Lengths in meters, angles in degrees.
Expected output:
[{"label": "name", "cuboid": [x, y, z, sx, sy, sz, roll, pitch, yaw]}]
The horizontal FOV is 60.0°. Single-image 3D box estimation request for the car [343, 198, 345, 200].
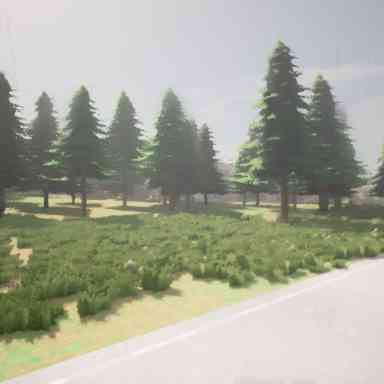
[{"label": "car", "cuboid": [35.037, 2.125, 75.213, 3.988, 1.617, 1.851, 0, -2, -41]}]
